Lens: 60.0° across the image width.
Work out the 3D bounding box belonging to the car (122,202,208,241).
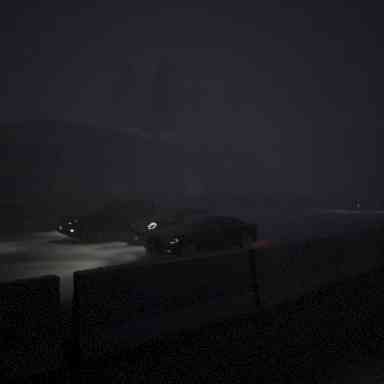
[{"bbox_3d":[-0.829,1.546,16.682,4.553,1.767,2.097,0,-1,-39],"label":"car"}]

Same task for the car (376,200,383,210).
[{"bbox_3d":[27.854,1.879,48.079,1.837,1.490,4.892,-1,-1,34],"label":"car"}]

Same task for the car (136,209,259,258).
[{"bbox_3d":[0.544,1.625,13.270,5.008,1.535,1.882,0,-1,-39],"label":"car"}]

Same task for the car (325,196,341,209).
[{"bbox_3d":[22.828,1.712,53.135,2.150,2.045,5.566,-1,-1,34],"label":"car"}]

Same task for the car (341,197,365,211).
[{"bbox_3d":[23.161,1.746,47.430,2.097,1.767,4.553,-1,-1,36],"label":"car"}]

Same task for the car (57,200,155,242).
[{"bbox_3d":[-4.369,1.457,18.288,5.566,2.045,2.150,1,-1,-39],"label":"car"}]

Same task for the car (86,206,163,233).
[{"bbox_3d":[-4.510,1.786,22.684,4.892,1.490,1.837,0,-1,-39],"label":"car"}]
